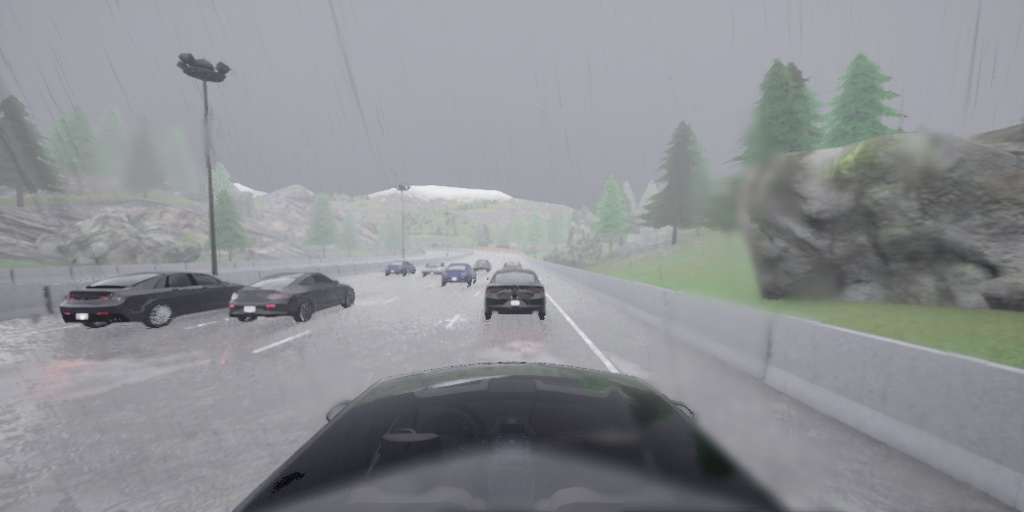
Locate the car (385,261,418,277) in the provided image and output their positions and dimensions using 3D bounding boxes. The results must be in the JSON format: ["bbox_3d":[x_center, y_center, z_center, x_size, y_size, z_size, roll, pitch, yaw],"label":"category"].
[{"bbox_3d":[-10.407,1.144,33.581,1.812,1.442,4.674,0,0,0],"label":"car"}]

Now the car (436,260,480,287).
[{"bbox_3d":[-3.413,1.178,23.503,1.812,1.442,4.674,0,0,0],"label":"car"}]

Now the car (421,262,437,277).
[{"bbox_3d":[-6.920,1.219,33.251,1.895,1.301,4.718,0,0,0],"label":"car"}]

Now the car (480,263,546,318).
[{"bbox_3d":[0.094,1.168,12.639,1.882,1.535,5.008,0,0,0],"label":"car"}]

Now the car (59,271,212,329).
[{"bbox_3d":[-10.405,1.205,11.102,1.837,1.490,4.892,0,0,0],"label":"car"}]

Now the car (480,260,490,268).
[{"bbox_3d":[-3.426,1.133,42.016,2.033,1.411,5.357,0,0,0],"label":"car"}]

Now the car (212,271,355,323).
[{"bbox_3d":[-6.905,1.223,11.741,1.812,1.442,4.674,0,0,0],"label":"car"}]
